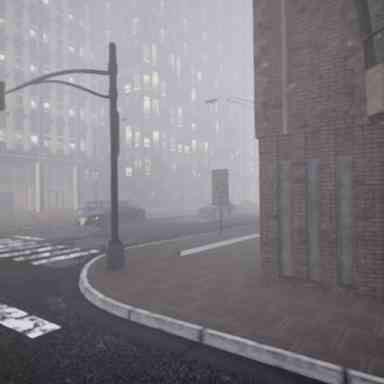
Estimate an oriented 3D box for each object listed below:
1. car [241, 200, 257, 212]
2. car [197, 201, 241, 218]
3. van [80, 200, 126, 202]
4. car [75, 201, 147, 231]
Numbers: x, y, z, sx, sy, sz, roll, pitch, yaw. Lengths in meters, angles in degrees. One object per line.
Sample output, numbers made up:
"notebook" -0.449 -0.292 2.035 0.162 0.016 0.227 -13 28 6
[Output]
"car" 6.517 1.662 41.635 1.752 1.417 4.829 -1 -1 36
"car" 2.410 1.546 31.468 1.882 1.535 5.008 -1 -1 36
"van" -6.335 1.434 23.739 1.690 1.788 3.998 -1 -1 36
"car" -4.961 1.535 21.223 2.128 1.511 4.902 -1 -1 34
